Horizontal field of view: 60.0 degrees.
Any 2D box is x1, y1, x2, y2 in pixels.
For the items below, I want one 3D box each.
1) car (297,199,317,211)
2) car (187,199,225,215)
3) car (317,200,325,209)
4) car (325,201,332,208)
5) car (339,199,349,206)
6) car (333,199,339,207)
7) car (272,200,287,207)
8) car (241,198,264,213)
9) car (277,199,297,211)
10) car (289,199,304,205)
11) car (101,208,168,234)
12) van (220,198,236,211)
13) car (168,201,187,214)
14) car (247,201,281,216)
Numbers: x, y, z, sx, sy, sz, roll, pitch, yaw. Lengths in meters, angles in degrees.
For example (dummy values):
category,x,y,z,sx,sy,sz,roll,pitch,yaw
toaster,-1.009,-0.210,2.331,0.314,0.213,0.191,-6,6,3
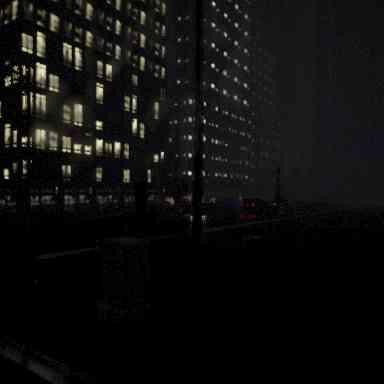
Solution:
category,x,y,z,sx,sy,sz,roll,pitch,yaw
car,18.478,2.291,54.455,1.947,1.339,4.313,0,0,35
car,1.758,1.971,40.505,1.812,1.442,4.674,1,0,35
car,21.697,2.362,59.089,1.802,1.307,4.206,0,0,35
car,24.918,2.275,63.723,1.967,1.590,4.097,0,0,35
car,35.033,2.485,78.844,1.882,1.535,5.008,1,0,35
car,28.136,2.456,68.356,1.947,1.339,4.313,0,0,35
car,18.036,2.311,68.506,1.802,1.307,4.206,0,0,35
car,8.615,1.782,44.886,2.150,2.045,5.566,1,0,35
car,14.620,2.154,53.603,2.128,1.511,4.902,1,0,35
car,24.473,2.405,77.771,1.947,1.339,4.313,0,0,35
car,-3.954,1.886,21.948,2.008,1.369,4.403,0,0,35
van,5.161,1.850,49.978,1.690,1.788,3.998,0,0,35
car,-1.277,1.837,40.712,1.967,1.590,4.097,0,0,35
car,8.818,2.125,40.554,1.947,1.339,4.313,0,0,35
